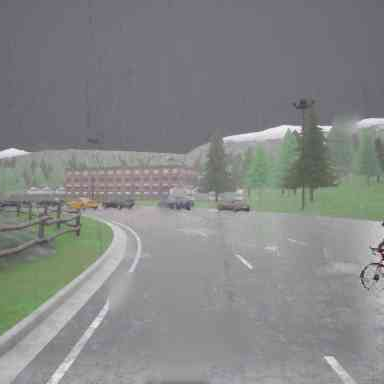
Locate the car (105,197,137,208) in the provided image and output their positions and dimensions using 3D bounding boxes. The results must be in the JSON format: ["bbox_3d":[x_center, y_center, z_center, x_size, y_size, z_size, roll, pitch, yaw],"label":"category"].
[{"bbox_3d":[-10.364,1.505,48.273,4.892,1.490,1.837,0,0,37],"label":"car"}]

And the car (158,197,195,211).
[{"bbox_3d":[-2.259,1.352,41.079,2.097,1.767,4.553,0,0,-40],"label":"car"}]

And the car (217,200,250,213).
[{"bbox_3d":[4.676,1.564,37.926,1.994,1.385,4.181,0,0,-33],"label":"car"}]

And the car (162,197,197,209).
[{"bbox_3d":[-1.782,1.478,45.638,1.882,1.535,5.008,0,0,-43],"label":"car"}]

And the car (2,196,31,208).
[{"bbox_3d":[-25.603,1.352,48.256,4.553,1.767,2.097,0,0,20],"label":"car"}]

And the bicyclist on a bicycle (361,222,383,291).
[{"bbox_3d":[4.622,1.455,7.529,1.656,1.620,0.582,-2,0,-1],"label":"bicyclist on a bicycle"}]

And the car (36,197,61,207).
[{"bbox_3d":[-21.360,1.526,50.283,4.674,1.442,1.812,0,0,24],"label":"car"}]

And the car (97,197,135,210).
[{"bbox_3d":[-9.721,1.491,43.170,4.902,1.511,2.128,0,0,40],"label":"car"}]

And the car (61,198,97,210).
[{"bbox_3d":[-13.953,1.478,42.106,5.008,1.535,1.882,0,0,36],"label":"car"}]
